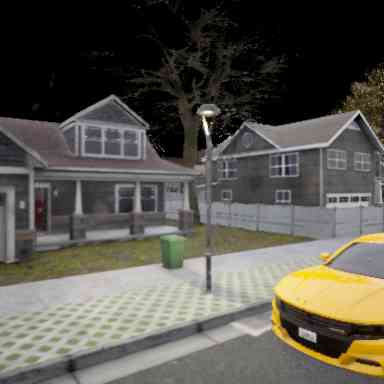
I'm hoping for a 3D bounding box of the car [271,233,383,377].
[{"bbox_3d":[3.449,1.464,5.500,5.008,1.535,1.882,0,0,-35],"label":"car"}]
